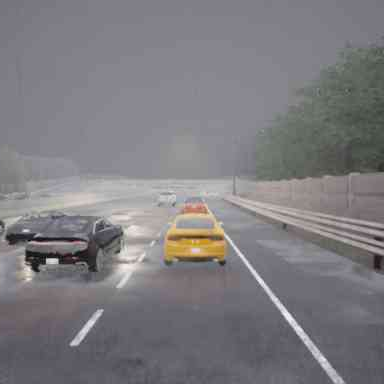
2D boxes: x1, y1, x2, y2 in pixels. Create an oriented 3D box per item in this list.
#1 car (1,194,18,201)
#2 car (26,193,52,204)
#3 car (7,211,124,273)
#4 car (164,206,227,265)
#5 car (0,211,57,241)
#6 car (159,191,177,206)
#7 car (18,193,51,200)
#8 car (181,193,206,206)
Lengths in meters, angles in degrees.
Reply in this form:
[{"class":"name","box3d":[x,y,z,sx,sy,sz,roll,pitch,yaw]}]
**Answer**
[{"class":"car","box3d":[-27.773,1.010,53.122,1.837,1.490,4.892,0,1,1]},{"class":"car","box3d":[-24.287,1.015,53.120,1.837,1.490,4.892,0,1,1]},{"class":"car","box3d":[-3.493,1.518,10.761,2.128,1.511,4.902,0,0,0]},{"class":"car","box3d":[0.110,1.501,11.865,1.882,1.535,5.008,0,0,0]},{"class":"car","box3d":[-6.880,1.576,15.799,1.994,1.385,4.181,0,0,0]},{"class":"car","box3d":[-3.307,0.847,45.935,2.150,2.045,5.566,0,1,1]},{"class":"car","box3d":[-20.891,0.995,44.879,2.097,1.767,4.553,0,1,1]},{"class":"car","box3d":[0.180,1.239,29.855,2.097,1.767,4.553,0,1,0]}]
